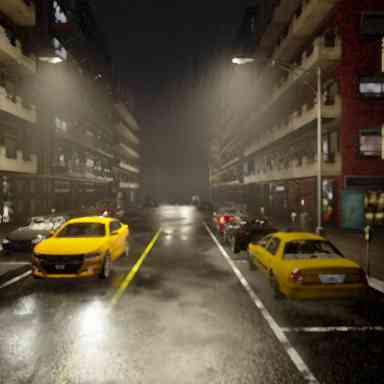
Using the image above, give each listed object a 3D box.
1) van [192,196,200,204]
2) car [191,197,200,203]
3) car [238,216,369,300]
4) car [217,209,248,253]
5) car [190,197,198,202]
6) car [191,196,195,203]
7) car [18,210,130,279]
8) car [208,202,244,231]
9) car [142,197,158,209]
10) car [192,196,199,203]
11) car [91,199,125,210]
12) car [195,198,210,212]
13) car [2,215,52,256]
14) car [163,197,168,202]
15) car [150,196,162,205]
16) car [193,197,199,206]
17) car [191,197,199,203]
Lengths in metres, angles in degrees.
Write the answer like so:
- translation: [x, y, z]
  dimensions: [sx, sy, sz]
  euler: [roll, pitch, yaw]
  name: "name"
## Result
- translation: [0.910, 1.782, 75.427]
  dimensions: [1.690, 1.788, 3.998]
  euler: [-1, 0, -1]
  name: "van"
- translation: [0.782, 2.026, 81.026]
  dimensions: [2.008, 1.369, 4.403]
  euler: [-1, 0, -1]
  name: "car"
- translation: [2.505, 1.563, 8.392]
  dimensions: [1.752, 1.417, 4.829]
  euler: [-1, 0, -1]
  name: "car"
- translation: [2.377, 1.635, 13.822]
  dimensions: [1.947, 1.339, 4.313]
  euler: [-1, 0, -1]
  name: "car"
- translation: [0.515, 2.110, 92.227]
  dimensions: [1.947, 1.339, 4.313]
  euler: [-1, 0, -1]
  name: "car"
- translation: [1.178, 1.812, 64.227]
  dimensions: [1.967, 1.590, 4.097]
  euler: [-1, 0, -1]
  name: "car"
- translation: [-3.226, 1.555, 10.518]
  dimensions: [1.882, 1.535, 5.008]
  euler: [0, 0, -1]
  name: "car"
- translation: [2.241, 1.543, 19.423]
  dimensions: [1.967, 1.590, 4.097]
  euler: [-1, 0, -1]
  name: "car"
- translation: [-6.932, 1.895, 52.854]
  dimensions: [2.008, 1.369, 4.403]
  euler: [-1, 0, -1]
  name: "car"
- translation: [1.442, 1.831, 53.195]
  dimensions: [1.752, 1.417, 4.829]
  euler: [-1, 0, -1]
  name: "car"
- translation: [-6.272, 1.491, 24.854]
  dimensions: [2.192, 1.841, 5.009]
  euler: [-1, 0, -1]
  name: "car"
- translation: [1.712, 1.803, 41.824]
  dimensions: [1.947, 1.339, 4.313]
  euler: [-1, 0, -1]
  name: "car"
- translation: [-6.002, 1.660, 13.652]
  dimensions: [2.008, 1.369, 4.403]
  euler: [-1, 0, -1]
  name: "car"
- translation: [-7.863, 2.149, 92.056]
  dimensions: [1.947, 1.339, 4.313]
  euler: [-1, 0, -1]
  name: "car"
- translation: [-7.070, 1.693, 58.456]
  dimensions: [2.192, 1.841, 5.009]
  euler: [-1, 0, -1]
  name: "car"
- translation: [1.579, 1.821, 47.425]
  dimensions: [2.008, 1.369, 4.403]
  euler: [-1, 0, -1]
  name: "car"
- translation: [0.648, 2.054, 86.627]
  dimensions: [1.887, 1.381, 4.507]
  euler: [-1, 0, -1]
  name: "car"
